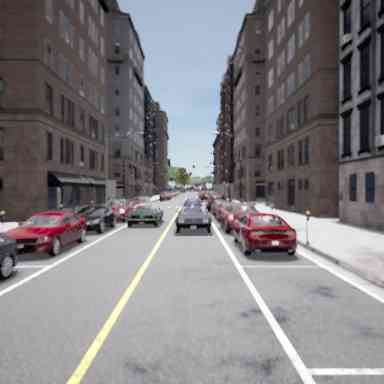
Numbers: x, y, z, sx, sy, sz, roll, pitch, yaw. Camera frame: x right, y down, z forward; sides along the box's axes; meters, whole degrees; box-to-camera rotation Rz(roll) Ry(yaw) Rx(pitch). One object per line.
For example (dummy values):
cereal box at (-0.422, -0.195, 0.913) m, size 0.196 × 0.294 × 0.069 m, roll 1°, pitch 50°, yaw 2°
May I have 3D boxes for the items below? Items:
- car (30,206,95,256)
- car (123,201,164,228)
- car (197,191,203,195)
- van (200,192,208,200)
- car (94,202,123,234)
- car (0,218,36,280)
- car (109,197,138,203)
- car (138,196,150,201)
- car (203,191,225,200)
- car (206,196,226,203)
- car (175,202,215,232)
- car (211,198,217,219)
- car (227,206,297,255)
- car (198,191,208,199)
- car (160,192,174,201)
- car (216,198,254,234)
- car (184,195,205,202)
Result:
car at (-5.400, 1.454, 12.702) m, size 1.887 × 1.381 × 4.507 m, roll 0°, pitch 0°, yaw 0°
car at (-2.867, 1.450, 21.141) m, size 1.895 × 1.301 × 4.718 m, roll 0°, pitch 0°, yaw 0°
car at (2.641, 0.867, 62.492) m, size 2.192 × 1.841 × 5.009 m, roll 0°, pitch 0°, yaw 0°
van at (2.622, 0.814, 73.500) m, size 1.690 × 1.788 × 3.998 m, roll 0°, pitch 0°, yaw 0°
car at (-5.405, 1.435, 18.385) m, size 1.947 × 1.339 × 4.313 m, roll 0°, pitch 0°, yaw 0°
car at (-5.395, 1.500, 7.020) m, size 2.008 × 1.369 × 4.403 m, roll 0°, pitch 0°, yaw 0°
car at (-5.411, 1.268, 24.066) m, size 1.967 × 1.590 × 4.097 m, roll 0°, pitch 0°, yaw 0°
car at (-5.421, 1.187, 35.430) m, size 1.967 × 1.590 × 4.097 m, roll 0°, pitch 0°, yaw 0°
car at (2.604, 1.062, 35.437) m, size 2.192 × 1.841 × 5.009 m, roll 0°, pitch 0°, yaw 0°
car at (2.609, 1.338, 29.757) m, size 2.008 × 1.369 × 4.403 m, roll 0°, pitch 0°, yaw 0°
car at (0.080, 1.466, 18.881) m, size 1.895 × 1.301 × 4.718 m, roll 0°, pitch 0°, yaw 0°
car at (2.614, 1.373, 24.075) m, size 1.887 × 1.381 × 4.507 m, roll 0°, pitch 0°, yaw 0°
car at (2.625, 1.454, 12.710) m, size 1.887 × 1.381 × 4.507 m, roll 0°, pitch 0°, yaw 0°
car at (2.613, 0.748, 79.003) m, size 2.192 × 1.841 × 5.009 m, roll 0°, pitch 0°, yaw 0°
car at (-5.483, 0.827, 67.987) m, size 2.192 × 1.841 × 5.009 m, roll 0°, pitch 0°, yaw 0°
car at (2.620, 1.309, 18.392) m, size 1.967 × 1.590 × 4.097 m, roll 0°, pitch 0°, yaw 0°
car at (0.067, 1.313, 35.138) m, size 1.994 × 1.385 × 4.181 m, roll 0°, pitch 0°, yaw 0°
